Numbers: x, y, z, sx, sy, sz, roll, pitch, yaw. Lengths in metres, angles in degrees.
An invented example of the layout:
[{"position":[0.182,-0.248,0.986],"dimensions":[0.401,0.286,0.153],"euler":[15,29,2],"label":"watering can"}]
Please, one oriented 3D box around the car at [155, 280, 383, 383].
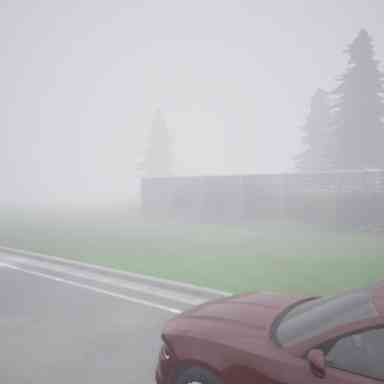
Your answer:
[{"position":[1.937,1.479,2.616],"dimensions":[5.008,1.535,1.882],"euler":[0,0,35],"label":"car"}]
